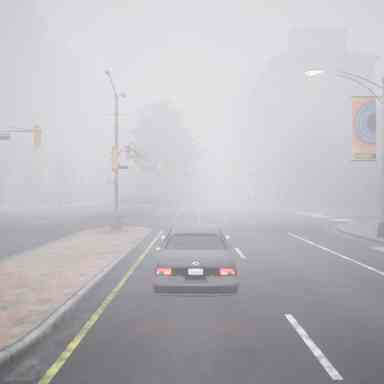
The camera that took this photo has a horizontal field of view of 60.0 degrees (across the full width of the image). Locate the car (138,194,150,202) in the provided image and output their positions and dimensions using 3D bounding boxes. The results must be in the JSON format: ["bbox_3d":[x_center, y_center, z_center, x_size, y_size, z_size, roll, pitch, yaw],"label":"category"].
[{"bbox_3d":[-11.394,1.355,79.549,2.097,1.767,4.553,0,0,0],"label":"car"}]

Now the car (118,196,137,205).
[{"bbox_3d":[-11.489,1.491,59.616,2.128,1.511,4.902,0,0,0],"label":"car"}]

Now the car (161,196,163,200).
[{"bbox_3d":[-7.896,1.500,77.779,1.837,1.490,4.892,0,0,0],"label":"car"}]

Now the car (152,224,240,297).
[{"bbox_3d":[0.086,1.547,8.771,2.033,1.411,5.357,0,0,0],"label":"car"}]

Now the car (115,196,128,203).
[{"bbox_3d":[-14.657,1.595,69.419,1.895,1.301,4.718,0,0,0],"label":"car"}]

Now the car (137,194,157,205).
[{"bbox_3d":[-7.994,1.564,58.932,1.994,1.385,4.181,0,0,1],"label":"car"}]

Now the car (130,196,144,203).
[{"bbox_3d":[-11.407,1.525,69.537,2.128,1.511,4.902,0,0,0],"label":"car"}]

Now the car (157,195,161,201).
[{"bbox_3d":[-7.928,1.526,67.449,1.812,1.442,4.674,0,0,1],"label":"car"}]
